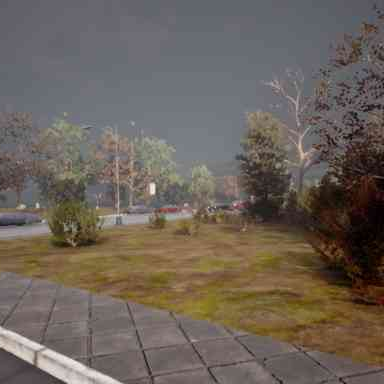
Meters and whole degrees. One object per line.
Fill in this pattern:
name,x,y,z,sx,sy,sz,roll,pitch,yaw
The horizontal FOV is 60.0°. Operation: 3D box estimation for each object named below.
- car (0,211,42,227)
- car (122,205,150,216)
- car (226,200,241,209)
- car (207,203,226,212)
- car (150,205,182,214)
car,-15.738,2.383,28.521,2.033,1.411,5.357,-3,-2,33
car,-7.606,2.615,47.798,2.033,1.411,5.357,-3,-2,32
car,7.627,2.034,51.991,2.097,1.767,4.553,-3,-2,32
car,4.321,2.432,53.283,1.895,1.301,4.718,-3,-2,32
car,-3.445,2.528,47.833,1.895,1.301,4.718,-3,-2,32
